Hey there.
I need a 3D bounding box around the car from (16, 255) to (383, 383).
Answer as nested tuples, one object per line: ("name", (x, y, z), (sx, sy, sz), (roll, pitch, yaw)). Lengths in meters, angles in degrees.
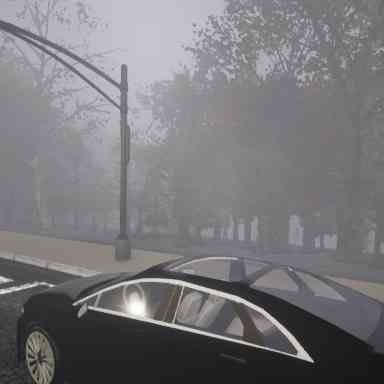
("car", (0.002, 1.491, 3.699), (4.902, 1.511, 2.128), (0, 0, 34))
